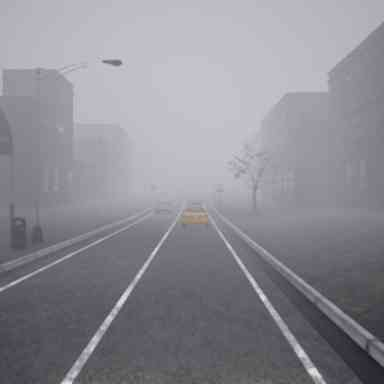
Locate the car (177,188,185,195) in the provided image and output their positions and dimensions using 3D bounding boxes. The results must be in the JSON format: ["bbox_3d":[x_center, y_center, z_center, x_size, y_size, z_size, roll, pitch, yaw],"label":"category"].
[{"bbox_3d":[-2.499,-0.188,76.211,2.128,1.511,4.902,0,3,1],"label":"car"}]

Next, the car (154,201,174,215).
[{"bbox_3d":[-2.890,1.624,35.376,2.033,1.411,5.357,0,1,0],"label":"car"}]

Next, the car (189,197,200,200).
[{"bbox_3d":[0.346,1.455,42.046,1.837,1.490,4.892,0,2,0],"label":"car"}]

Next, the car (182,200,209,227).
[{"bbox_3d":[0.233,1.577,23.492,1.801,1.575,5.366,0,0,0],"label":"car"}]
